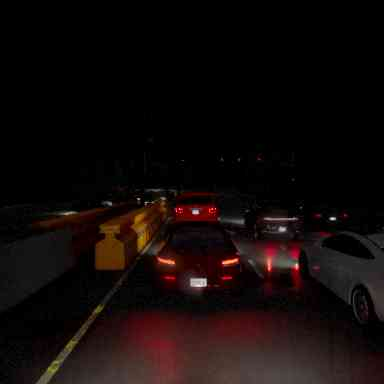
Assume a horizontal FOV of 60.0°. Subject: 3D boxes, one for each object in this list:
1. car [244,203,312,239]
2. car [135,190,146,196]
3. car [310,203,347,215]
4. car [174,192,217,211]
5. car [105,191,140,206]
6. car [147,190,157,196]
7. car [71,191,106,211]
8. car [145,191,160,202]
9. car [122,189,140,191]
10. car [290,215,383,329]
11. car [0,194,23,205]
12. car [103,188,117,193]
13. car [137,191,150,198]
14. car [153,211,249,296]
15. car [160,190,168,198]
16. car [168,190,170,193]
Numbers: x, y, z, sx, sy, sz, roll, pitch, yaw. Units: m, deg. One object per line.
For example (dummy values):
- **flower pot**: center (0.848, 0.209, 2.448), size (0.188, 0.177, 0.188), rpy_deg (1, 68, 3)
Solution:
- **car**: center (3.685, 1.281, 15.904), size (2.128, 1.511, 4.902), rpy_deg (0, 1, 0)
- **car**: center (-13.366, 0.263, 86.505), size (2.033, 1.411, 5.357), rpy_deg (0, 1, 0)
- **car**: center (7.208, 1.306, 18.990), size (1.994, 1.385, 4.181), rpy_deg (0, 1, 0)
- **car**: center (0.194, 0.981, 17.887), size (2.150, 2.045, 5.566), rpy_deg (0, 1, 0)
- **car**: center (-6.878, 1.010, 33.861), size (2.128, 1.511, 4.902), rpy_deg (0, 1, 0)
- **car**: center (-9.895, 0.332, 82.796), size (1.994, 1.385, 4.181), rpy_deg (0, 1, 0)
- **car**: center (-10.384, 1.008, 33.064), size (1.882, 1.535, 5.008), rpy_deg (0, 1, 0)
- **car**: center (-6.716, 0.727, 53.437), size (1.837, 1.490, 4.892), rpy_deg (0, 1, 1)
- **car**: center (-10.207, 0.688, 54.227), size (1.882, 1.535, 5.008), rpy_deg (0, 1, 1)
- **car**: center (3.625, 1.455, 6.656), size (1.812, 1.442, 4.674), rpy_deg (0, 1, 0)
- **car**: center (-24.444, 0.938, 43.446), size (4.181, 1.385, 1.994), rpy_deg (0, 1, 0)
- **car**: center (-13.699, 0.420, 55.031), size (2.150, 2.045, 5.566), rpy_deg (0, 1, 1)
- **car**: center (-10.008, 0.551, 68.340), size (1.994, 1.385, 4.181), rpy_deg (0, 1, 0)
- **car**: center (0.136, 1.430, 8.290), size (1.812, 1.442, 4.674), rpy_deg (0, 1, 0)
- **car**: center (-6.516, 0.527, 68.032), size (1.812, 1.442, 4.674), rpy_deg (0, 1, 1)
- **car**: center (-6.392, 0.300, 83.069), size (2.128, 1.511, 4.902), rpy_deg (0, 1, 0)
